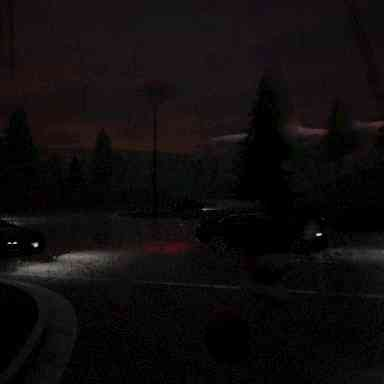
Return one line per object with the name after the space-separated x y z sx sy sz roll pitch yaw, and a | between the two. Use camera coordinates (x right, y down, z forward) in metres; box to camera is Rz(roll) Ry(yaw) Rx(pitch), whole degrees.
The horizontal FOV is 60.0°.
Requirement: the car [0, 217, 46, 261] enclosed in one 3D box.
-7.465 1.507 11.398 4.892 1.490 1.837 0 0 13 | car

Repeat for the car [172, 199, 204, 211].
-0.450 1.537 41.252 4.181 1.385 1.994 0 0 -40 | car

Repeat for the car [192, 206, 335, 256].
2.554 1.480 12.732 4.902 1.511 2.128 0 0 13 | car

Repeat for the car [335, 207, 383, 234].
9.723 1.524 18.295 5.357 1.411 2.033 0 0 13 | car
